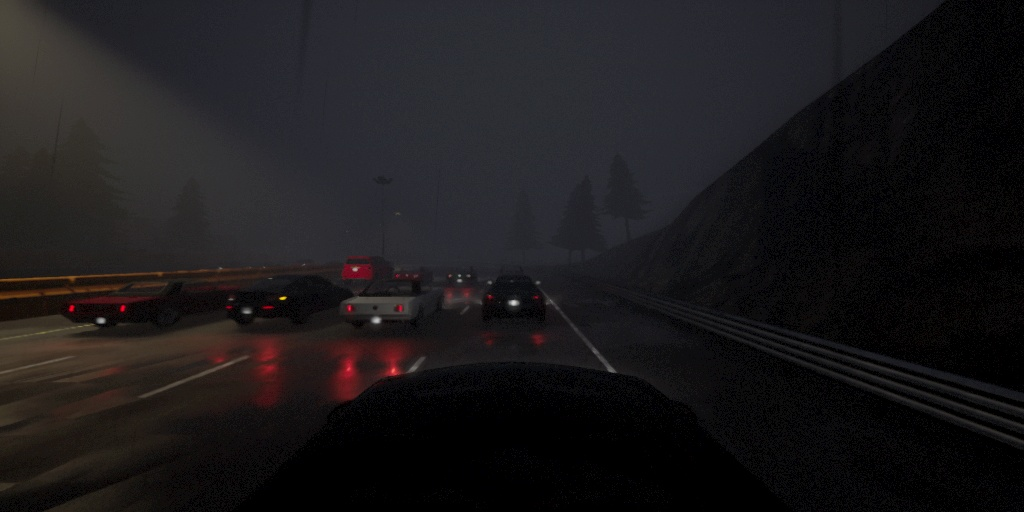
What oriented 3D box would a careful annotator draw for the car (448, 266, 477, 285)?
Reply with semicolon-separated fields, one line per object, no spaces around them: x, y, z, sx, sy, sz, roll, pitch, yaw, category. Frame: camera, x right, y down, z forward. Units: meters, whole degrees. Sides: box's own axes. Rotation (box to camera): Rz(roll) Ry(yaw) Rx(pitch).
-3.571;1.371;26.335;1.895;1.301;4.718;0;0;-1;car

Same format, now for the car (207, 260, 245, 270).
-33.001;1.286;41.553;1.837;1.490;4.892;0;0;-8;car

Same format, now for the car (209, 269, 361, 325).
-6.932;1.285;11.712;1.812;1.442;4.674;0;-1;0;car

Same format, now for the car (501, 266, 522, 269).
-0.073;1.371;26.343;1.895;1.301;4.718;0;0;-1;car

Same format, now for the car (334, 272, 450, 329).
-3.434;1.359;11.345;1.895;1.301;4.718;0;0;0;car

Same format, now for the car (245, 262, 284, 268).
-29.762;1.385;43.684;1.895;1.301;4.718;0;0;-8;car

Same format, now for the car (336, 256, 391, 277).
-10.577;0.995;26.722;2.150;2.045;5.566;0;0;-1;car

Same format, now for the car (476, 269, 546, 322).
0.071;1.322;12.276;1.994;1.385;4.181;0;0;0;car

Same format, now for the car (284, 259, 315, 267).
-26.548;1.137;45.643;2.097;1.767;4.553;0;0;-9;car

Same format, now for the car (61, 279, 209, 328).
-10.435;1.359;11.337;1.895;1.301;4.718;0;0;0;car

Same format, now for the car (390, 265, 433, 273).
-7.069;1.371;26.346;1.895;1.301;4.718;0;0;-1;car

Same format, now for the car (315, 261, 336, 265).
-23.087;1.334;46.386;2.033;1.411;5.357;0;0;-9;car
